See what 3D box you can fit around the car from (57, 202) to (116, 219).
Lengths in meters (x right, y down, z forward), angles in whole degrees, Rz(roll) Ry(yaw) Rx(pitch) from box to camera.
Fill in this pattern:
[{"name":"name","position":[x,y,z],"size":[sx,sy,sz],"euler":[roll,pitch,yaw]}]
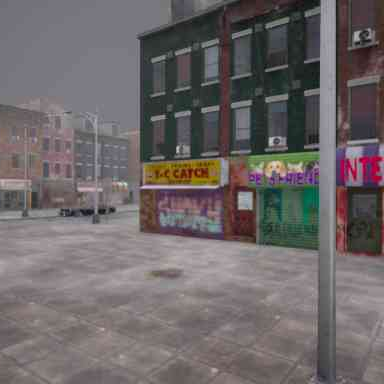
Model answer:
[{"name":"car","position":[-8.807,1.494,28.075],"size":[1.895,1.301,4.718],"euler":[0,0,36]}]
